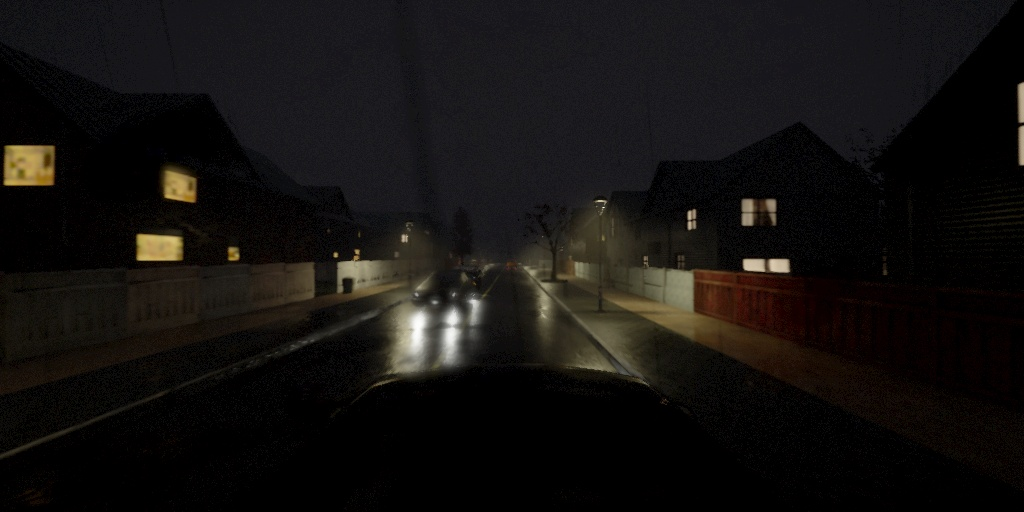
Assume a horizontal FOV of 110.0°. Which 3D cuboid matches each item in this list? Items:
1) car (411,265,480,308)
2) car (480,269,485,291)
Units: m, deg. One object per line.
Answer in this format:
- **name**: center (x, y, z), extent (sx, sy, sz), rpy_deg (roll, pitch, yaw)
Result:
- **car**: center (-2.783, 1.309, 15.621), extent (2.033, 1.411, 5.357), rpy_deg (0, 0, 0)
- **car**: center (-2.754, 1.241, 21.769), extent (1.994, 1.385, 4.181), rpy_deg (0, 0, 0)
